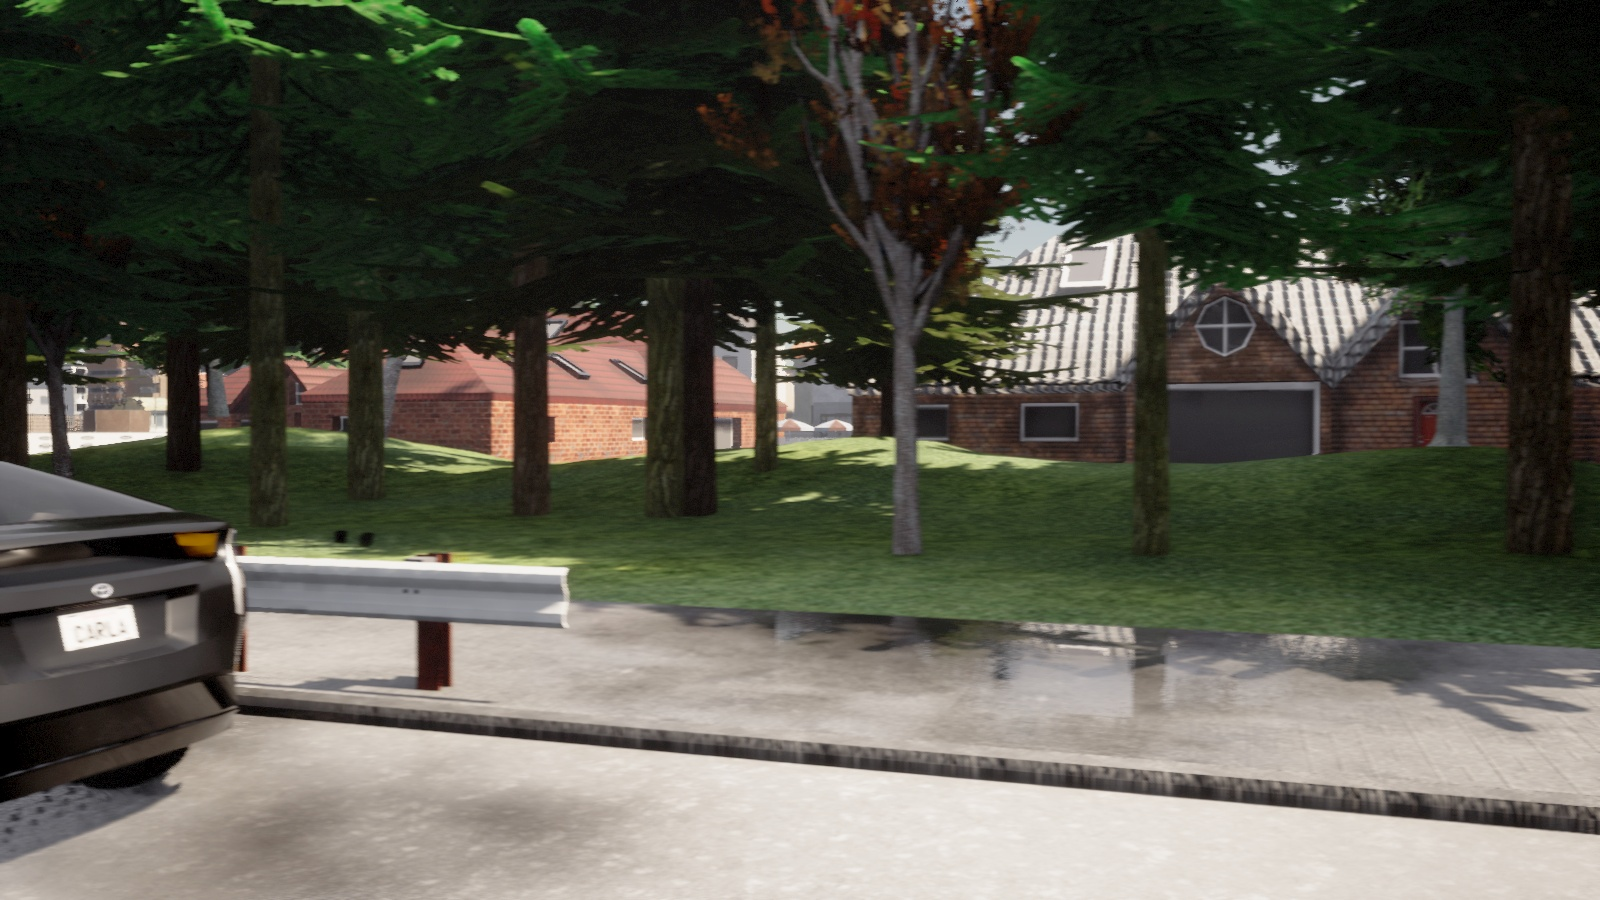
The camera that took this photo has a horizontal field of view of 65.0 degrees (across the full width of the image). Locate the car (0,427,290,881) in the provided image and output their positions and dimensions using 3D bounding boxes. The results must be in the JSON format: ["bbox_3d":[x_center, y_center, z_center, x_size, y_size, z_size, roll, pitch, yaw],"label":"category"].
[{"bbox_3d":[-4.709,0.658,5.304,4.514,1.525,2.007,1,1,19],"label":"car"}]
